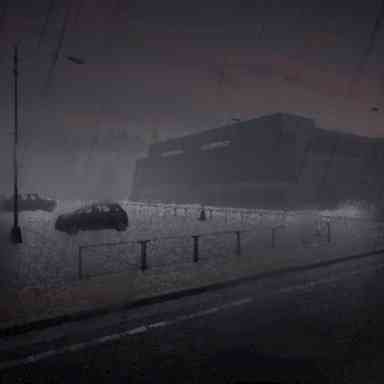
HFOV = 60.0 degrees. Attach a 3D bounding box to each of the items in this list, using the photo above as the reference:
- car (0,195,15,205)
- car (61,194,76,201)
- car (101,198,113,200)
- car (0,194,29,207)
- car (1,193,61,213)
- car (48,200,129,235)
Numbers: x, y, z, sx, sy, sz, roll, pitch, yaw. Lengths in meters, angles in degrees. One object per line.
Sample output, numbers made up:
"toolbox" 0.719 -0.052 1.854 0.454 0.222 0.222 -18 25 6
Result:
"car" -29.002 1.228 50.324 3.806 1.475 1.970 0 0 -35
"car" -31.538 1.329 85.399 2.097 1.767 4.553 0 0 -39
"car" -13.456 1.647 53.368 1.895 1.301 4.718 0 0 -35
"car" -25.062 1.150 45.248 5.027 1.636 2.152 0 0 -35
"car" -15.733 1.094 32.613 4.605 1.855 1.932 0 0 -35
"car" -5.204 1.370 17.300 3.633 1.501 1.845 0 0 -35
